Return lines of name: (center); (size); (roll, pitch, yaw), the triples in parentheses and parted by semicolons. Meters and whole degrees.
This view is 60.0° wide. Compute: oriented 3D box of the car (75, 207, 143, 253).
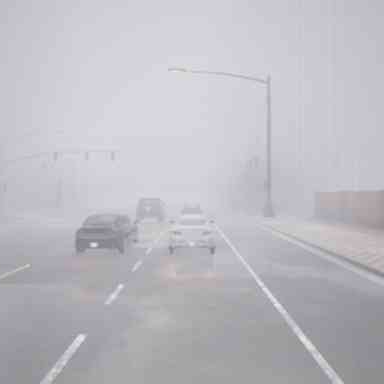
car: (-3.495, 1.644, 14.308); (1.837, 1.490, 4.892); (0, 0, 0)

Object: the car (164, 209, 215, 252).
car: (0.005, 1.663, 14.378); (1.812, 1.442, 4.674); (0, 0, 0)

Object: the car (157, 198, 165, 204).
car: (-8.204, 2.316, 88.620); (1.882, 1.535, 5.008); (0, -1, -1)

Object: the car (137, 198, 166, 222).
car: (-3.539, 1.493, 29.047); (2.150, 2.045, 5.566); (0, 0, -1)

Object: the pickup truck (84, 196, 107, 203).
pickup truck: (-24.787, 1.875, 86.061); (2.390, 2.098, 6.274); (0, -1, 30)

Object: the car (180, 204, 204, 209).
car: (0.007, 1.772, 29.358); (2.128, 1.511, 4.902); (0, 0, 1)
